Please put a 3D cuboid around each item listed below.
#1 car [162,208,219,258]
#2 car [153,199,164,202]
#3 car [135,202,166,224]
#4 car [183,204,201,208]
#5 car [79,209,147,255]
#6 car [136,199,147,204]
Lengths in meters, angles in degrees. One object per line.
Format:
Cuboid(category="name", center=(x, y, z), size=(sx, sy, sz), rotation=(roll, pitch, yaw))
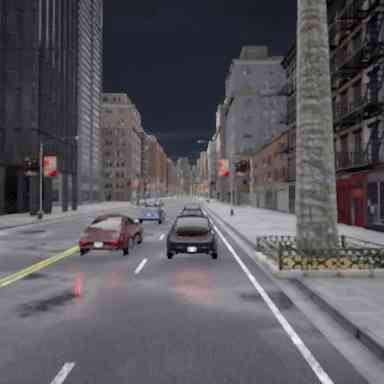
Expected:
Cuboid(category="car", center=(0.019, 1.644, 13.417), size=(1.837, 1.490, 4.892), rotation=(0, 0, 0))
Cuboid(category="car", center=(-6.518, 2.102, 65.017), size=(2.128, 1.511, 4.902), rotation=(0, 0, 1))
Cuboid(category="car", center=(-3.241, 1.820, 27.469), size=(2.033, 1.411, 5.357), rotation=(0, -1, 0))
Cuboid(category="car", center=(0.019, 1.774, 28.431), size=(2.128, 1.511, 4.902), rotation=(0, 0, 0))
Cuboid(category="car", center=(-3.228, 1.666, 13.833), size=(1.812, 1.442, 4.674), rotation=(0, 0, 0))
Cuboid(category="car", center=(-9.762, 2.130, 64.903), size=(1.812, 1.442, 4.674), rotation=(0, 0, 1))
